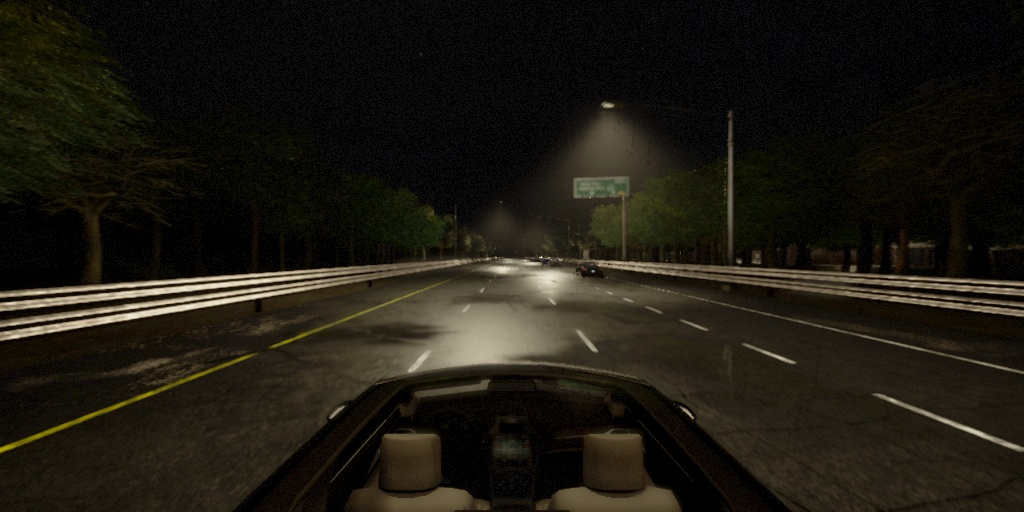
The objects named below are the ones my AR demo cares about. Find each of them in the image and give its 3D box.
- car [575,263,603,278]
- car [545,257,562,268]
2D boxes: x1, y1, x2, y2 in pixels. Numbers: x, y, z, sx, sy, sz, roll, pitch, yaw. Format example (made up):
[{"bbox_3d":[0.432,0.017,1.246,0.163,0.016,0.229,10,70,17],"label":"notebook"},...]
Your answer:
[{"bbox_3d":[7.067,1.304,33.177,1.994,1.385,4.181,0,0,0],"label":"car"},{"bbox_3d":[7.160,1.266,60.075,2.033,1.411,5.357,0,0,0],"label":"car"}]
